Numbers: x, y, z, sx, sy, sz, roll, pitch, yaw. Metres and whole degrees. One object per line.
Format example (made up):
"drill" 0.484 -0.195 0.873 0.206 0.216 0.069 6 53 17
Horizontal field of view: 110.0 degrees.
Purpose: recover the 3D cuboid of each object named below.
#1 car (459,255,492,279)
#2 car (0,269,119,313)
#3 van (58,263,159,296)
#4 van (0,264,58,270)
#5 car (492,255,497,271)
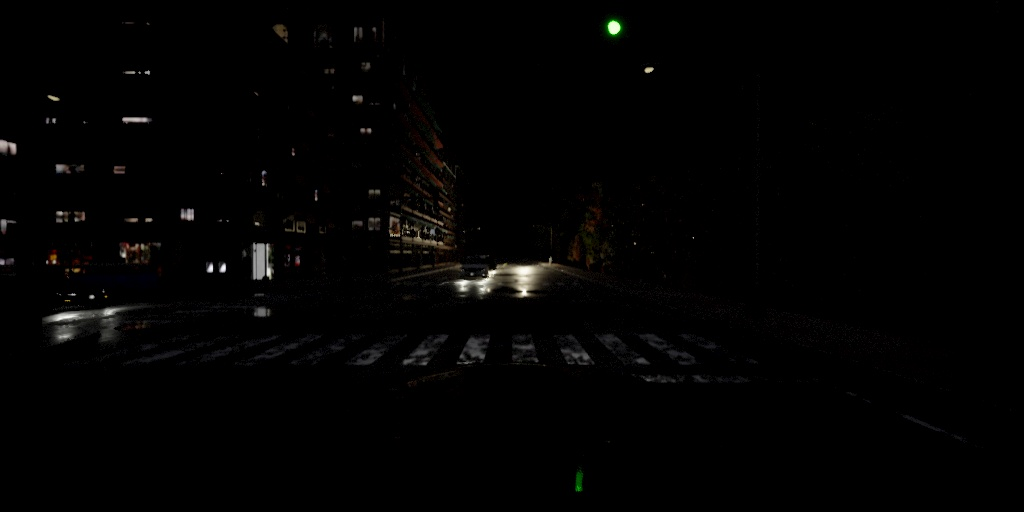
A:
"car" -3.176 1.009 31.286 2.150 2.045 5.566 0 2 0
"car" -19.661 1.465 14.674 4.892 1.490 1.837 -1 0 -1
"van" -22.673 1.304 20.429 3.998 1.789 1.690 0 0 -1
"van" -28.275 1.378 20.366 3.998 1.789 1.690 0 0 -1
"car" -3.137 0.977 46.568 2.150 2.045 5.566 0 2 0
